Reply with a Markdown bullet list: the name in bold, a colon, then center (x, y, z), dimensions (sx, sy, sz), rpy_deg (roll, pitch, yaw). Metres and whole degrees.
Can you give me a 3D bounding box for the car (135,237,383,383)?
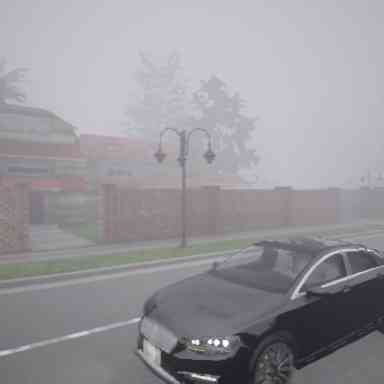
- **car**: center (1.546, 1.509, 5.103), dimensions (4.902, 1.511, 2.128), rpy_deg (0, 0, -36)
